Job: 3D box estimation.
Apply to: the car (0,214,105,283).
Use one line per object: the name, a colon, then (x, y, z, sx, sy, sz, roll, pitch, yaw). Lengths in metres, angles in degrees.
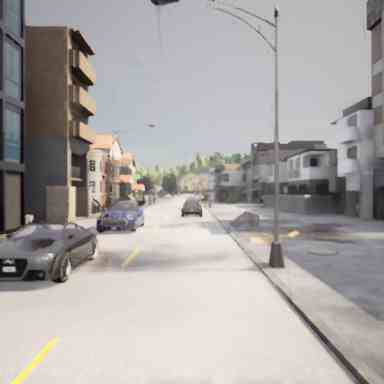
car: (-4.119, 1.561, 9.510, 1.994, 1.385, 4.181, 0, 0, 0)

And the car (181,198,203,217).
car: (0.012, 1.543, 31.136, 1.994, 1.385, 4.181, 0, 0, 1)

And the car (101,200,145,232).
car: (-4.130, 1.341, 19.884, 2.097, 1.767, 4.553, 0, 0, 0)
